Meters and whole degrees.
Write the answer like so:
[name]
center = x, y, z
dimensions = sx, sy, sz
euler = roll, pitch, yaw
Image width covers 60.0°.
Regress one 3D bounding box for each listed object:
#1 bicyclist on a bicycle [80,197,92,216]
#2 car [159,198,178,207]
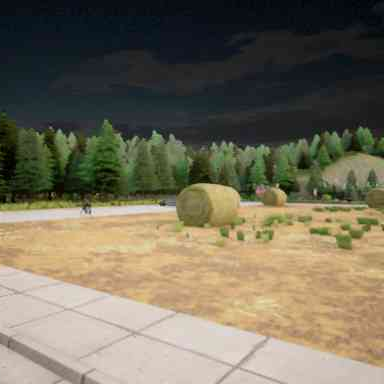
[bicyclist on a bicycle]
center = -9.156, 1.264, 28.589
dimensions = 1.656, 1.620, 0.582
euler = 0, 0, 37
[car]
center = -3.011, 1.510, 49.406
dimensions = 1.994, 1.385, 4.181
euler = 0, 0, 37
